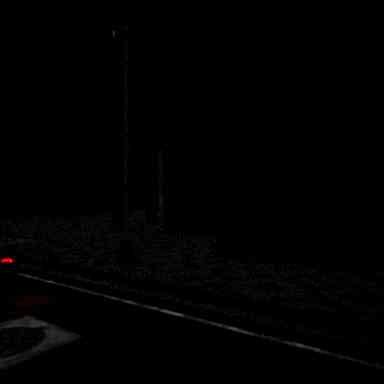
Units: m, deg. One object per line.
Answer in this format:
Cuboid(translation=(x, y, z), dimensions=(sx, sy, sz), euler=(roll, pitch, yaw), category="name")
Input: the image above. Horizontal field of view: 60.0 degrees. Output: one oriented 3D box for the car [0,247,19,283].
Cuboid(translation=(-6.598, 1.665, 8.608), dimensions=(5.357, 1.411, 2.033), euler=(-1, 0, 36), category="car")
